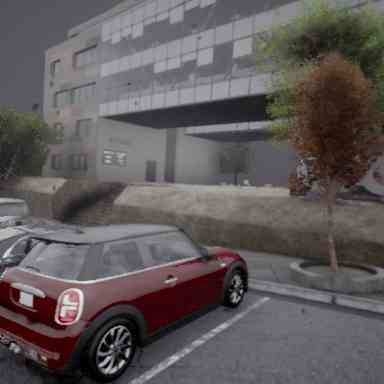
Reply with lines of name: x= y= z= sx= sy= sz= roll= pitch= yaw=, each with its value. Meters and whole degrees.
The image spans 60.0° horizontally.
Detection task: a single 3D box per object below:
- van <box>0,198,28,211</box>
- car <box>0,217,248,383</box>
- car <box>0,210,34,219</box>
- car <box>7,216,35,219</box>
van: x=-7.669 y=1.189 z=10.610 sx=1.878 sy=1.987 sz=4.442 roll=0 pitch=0 yaw=36
car: x=-0.799 y=1.333 z=5.813 sx=2.185 sy=1.767 sz=4.553 roll=0 pitch=0 yaw=36
car: x=-5.325 y=1.431 z=9.088 sx=2.231 sy=1.521 sz=4.892 roll=0 pitch=0 yaw=36
car: x=-3.057 y=1.445 z=7.456 sx=2.231 sy=1.521 sz=4.892 roll=0 pitch=0 yaw=36
